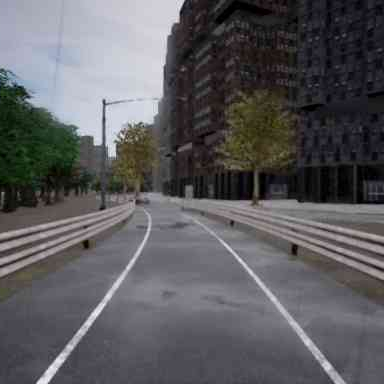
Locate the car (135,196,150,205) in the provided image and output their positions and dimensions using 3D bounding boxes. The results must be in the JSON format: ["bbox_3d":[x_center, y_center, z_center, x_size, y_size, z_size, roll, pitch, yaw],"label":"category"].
[{"bbox_3d":[-8.447,1.386,56.281,2.128,1.511,4.902,0,0,-20],"label":"car"}]
